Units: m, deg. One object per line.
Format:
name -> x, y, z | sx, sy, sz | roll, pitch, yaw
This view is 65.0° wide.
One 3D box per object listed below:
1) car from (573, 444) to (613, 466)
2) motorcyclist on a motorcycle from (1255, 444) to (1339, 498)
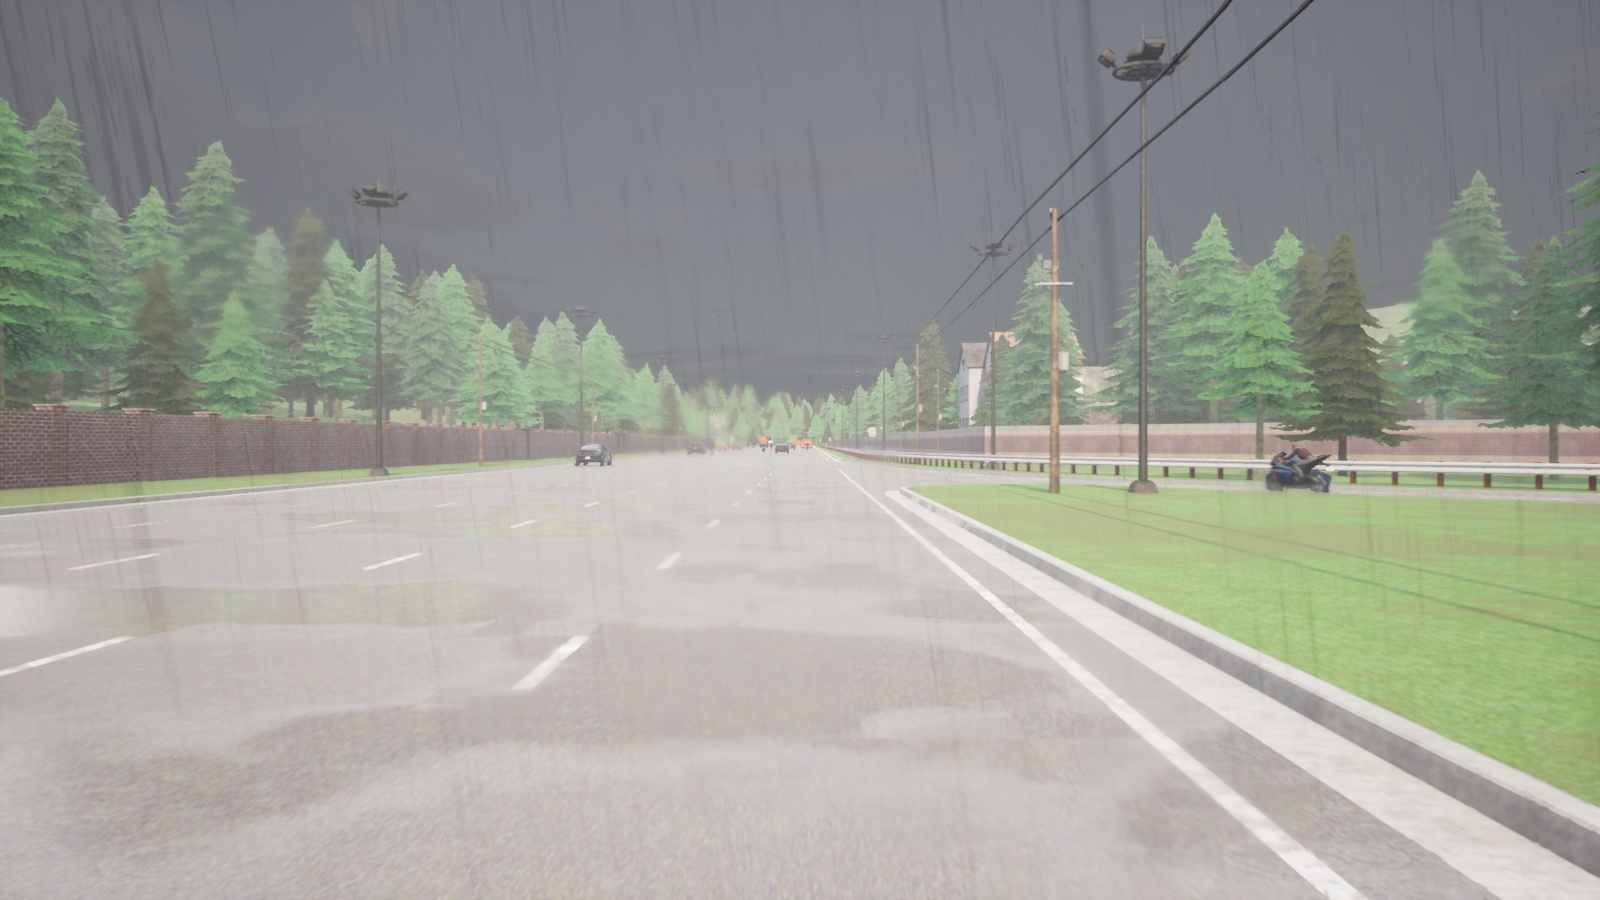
car -> -13.515, 0.297, 82.356 | 1.812, 1.442, 4.674 | 0, 0, 0
motorcyclist on a motorcycle -> 14.580, 0.585, 36.887 | 0.866, 1.530, 2.191 | 0, 0, -32
